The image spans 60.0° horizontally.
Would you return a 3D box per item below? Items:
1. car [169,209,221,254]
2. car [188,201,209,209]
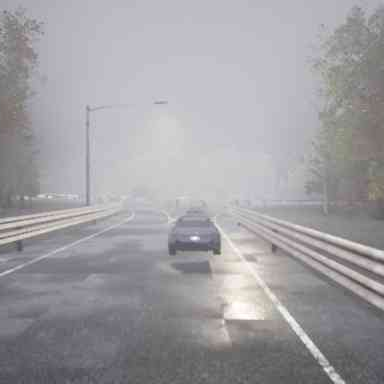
[{"bbox_3d":[0.099,1.619,13.793,1.994,1.385,4.181,0,0,0],"label":"car"},{"bbox_3d":[0.706,1.660,34.032,2.033,1.411,5.357,1,0,8],"label":"car"}]
